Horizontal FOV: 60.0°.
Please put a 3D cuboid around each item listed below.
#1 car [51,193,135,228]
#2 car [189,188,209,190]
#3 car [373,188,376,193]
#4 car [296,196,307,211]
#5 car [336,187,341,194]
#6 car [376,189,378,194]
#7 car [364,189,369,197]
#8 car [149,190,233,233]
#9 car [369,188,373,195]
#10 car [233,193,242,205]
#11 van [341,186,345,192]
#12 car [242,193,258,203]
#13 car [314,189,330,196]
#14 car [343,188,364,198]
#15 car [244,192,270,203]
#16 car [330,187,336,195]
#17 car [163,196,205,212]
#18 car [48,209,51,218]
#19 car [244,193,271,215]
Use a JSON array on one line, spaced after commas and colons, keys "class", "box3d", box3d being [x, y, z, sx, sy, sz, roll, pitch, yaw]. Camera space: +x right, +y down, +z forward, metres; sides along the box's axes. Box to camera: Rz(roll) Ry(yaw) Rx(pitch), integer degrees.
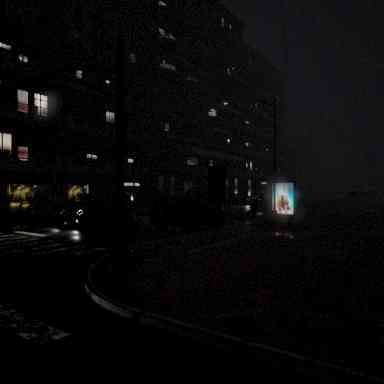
[{"class": "car", "box3d": [-5.642, 1.075, 19.996, 2.097, 1.767, 4.553, 0, 1, 35]}, {"class": "car", "box3d": [0.427, 0.743, 28.640, 2.150, 2.045, 5.566, 0, 2, 36]}, {"class": "car", "box3d": [38.093, -0.012, 72.227, 1.887, 1.381, 4.507, 1, 2, 35]}, {"class": "car", "box3d": [9.419, 0.964, 31.359, 1.947, 1.339, 4.313, 1, 2, 35]}, {"class": "car", "box3d": [34.376, -0.240, 81.515, 1.967, 1.590, 4.097, 2, 2, 35]}, {"class": "car", "box3d": [44.464, -0.221, 81.309, 2.008, 1.369, 4.403, 1, 2, 35]}, {"class": "car", "box3d": [31.721, 0.098, 63.142, 1.967, 1.590, 4.097, 1, 2, 35]}, {"class": "car", "box3d": [-0.137, 1.026, 17.730, 2.192, 1.841, 5.009, 1, 2, 35]}, {"class": "car", "box3d": [34.907, 0.095, 67.686, 1.887, 1.381, 4.507, 1, 2, 35]}, {"class": "car", "box3d": [5.707, 0.828, 40.659, 2.008, 1.369, 4.403, 2, 2, 35]}, {"class": "van", "box3d": [37.561, -0.446, 86.052, 1.690, 1.788, 3.998, 2, 2, 35]}, {"class": "car", "box3d": [8.168, 0.798, 39.643, 1.812, 1.442, 4.674, 0, 1, 35]}, {"class": "car", "box3d": [28.004, -0.025, 72.434, 1.967, 1.590, 4.097, 2, 2, 35]}, {"class": "car", "box3d": [28.536, 0.308, 58.604, 1.887, 1.381, 4.507, 1, 2, 35]}, {"class": "car", "box3d": [8.892, 0.754, 45.199, 1.802, 1.307, 4.206, 2, 2, 35]}, {"class": "car", "box3d": [31.189, -0.028, 76.978, 1.887, 1.381, 4.507, 2, 2, 35]}, {"class": "car", "box3d": [-0.663, 1.069, 31.579, 1.802, 1.307, 4.206, 2, 2, 35]}, {"class": "car", "box3d": [-7.032, 1.009, 22.492, 2.192, 1.841, 5.009, 1, 2, 35]}, {"class": "car", "box3d": [6.233, 1.069, 26.818, 1.947, 1.339, 4.313, 1, 2, 35]}]
